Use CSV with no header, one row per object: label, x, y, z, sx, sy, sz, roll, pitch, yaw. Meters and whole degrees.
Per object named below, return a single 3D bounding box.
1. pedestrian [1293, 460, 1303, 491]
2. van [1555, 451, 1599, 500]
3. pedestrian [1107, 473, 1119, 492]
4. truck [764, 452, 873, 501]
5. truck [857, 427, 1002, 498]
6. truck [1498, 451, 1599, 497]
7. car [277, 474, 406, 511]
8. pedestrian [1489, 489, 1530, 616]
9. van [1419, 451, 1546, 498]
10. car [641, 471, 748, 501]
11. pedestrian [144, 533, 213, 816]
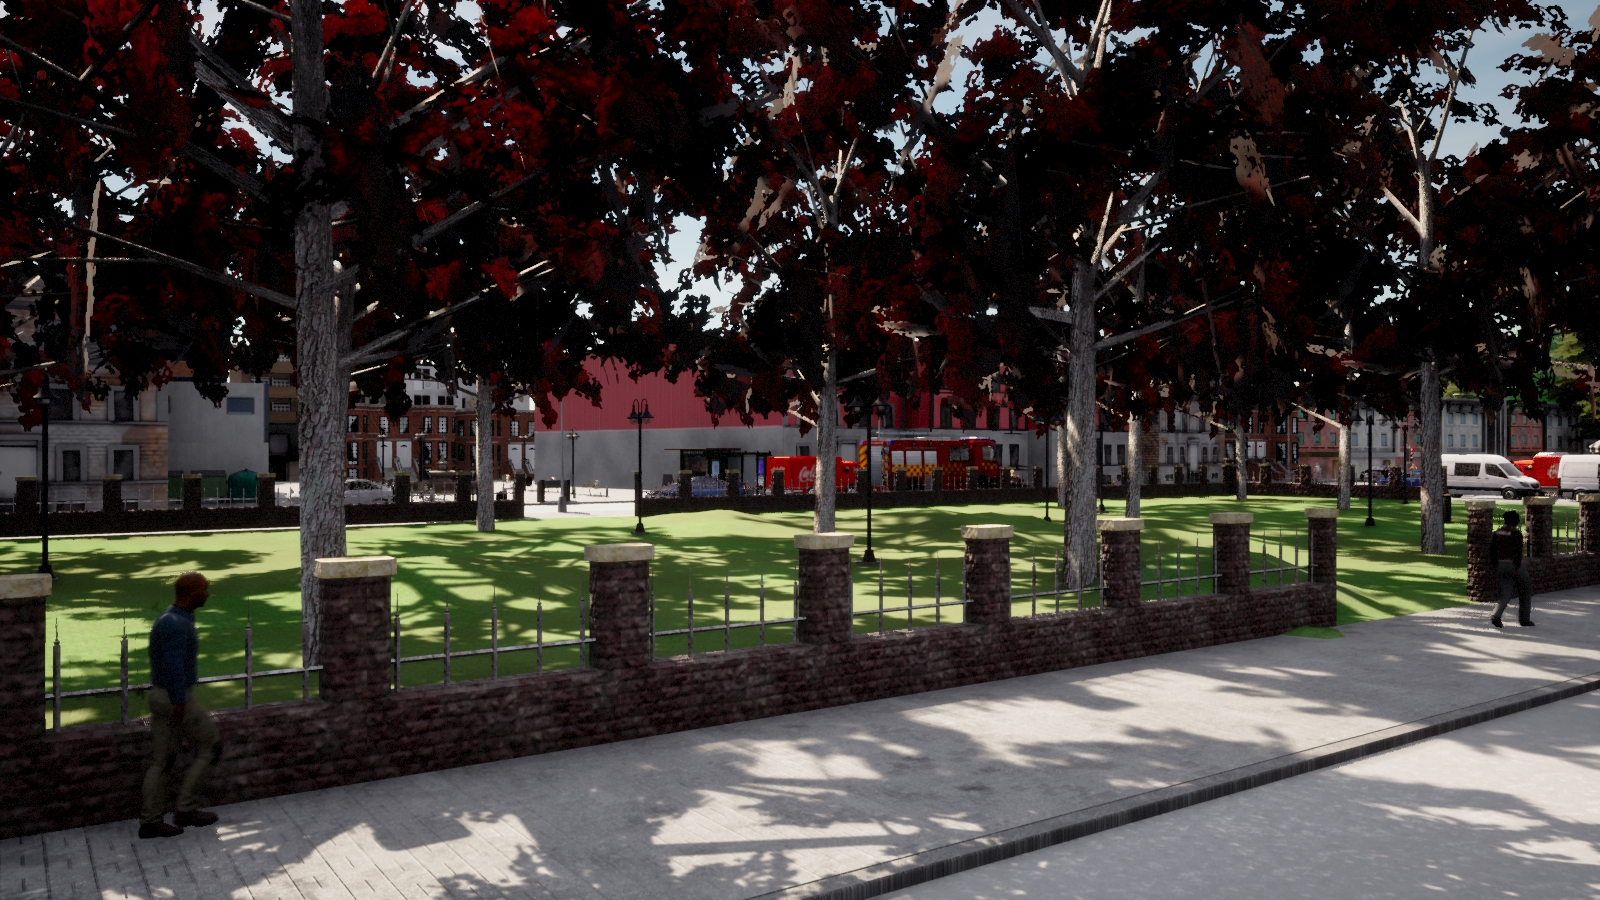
pedestrian,29.862,1.523,68.522,0.375,1.860,0.375,0,0,-27
van,42.801,1.314,59.145,1.988,2.561,5.915,0,0,-34
pedestrian,18.264,1.906,66.622,0.500,1.100,0.500,0,0,-39
truck,0.982,1.348,60.339,5.204,2.467,2.627,0,0,-35
truck,7.473,0.671,65.186,8.468,3.827,2.891,0,0,-35
truck,43.321,1.339,65.343,2.627,2.467,5.204,0,-1,-35
car,-20.218,1.841,50.405,4.892,1.480,2.231,0,0,-35
pedestrian,10.638,1.525,17.144,0.375,1.860,0.375,0,0,-23
van,38.735,1.314,65.046,1.988,2.561,5.915,0,0,-34
car,-5.553,1.886,60.651,5.357,1.411,2.033,0,0,-35
pedestrian,-4.312,1.525,7.923,0.375,1.860,0.375,0,0,-36
